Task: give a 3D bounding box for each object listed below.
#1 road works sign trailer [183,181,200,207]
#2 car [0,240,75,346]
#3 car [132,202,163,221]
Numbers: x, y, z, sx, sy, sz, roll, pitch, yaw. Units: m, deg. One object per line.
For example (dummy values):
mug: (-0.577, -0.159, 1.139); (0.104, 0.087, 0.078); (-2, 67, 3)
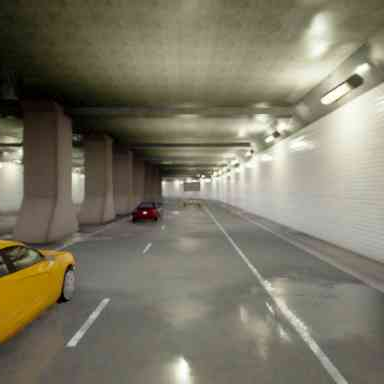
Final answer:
road works sign trailer: (-0.010, 0.292, 47.118); (2.380, 3.560, 2.880); (0, 0, 0)
car: (-3.401, 1.458, 5.107); (1.882, 1.535, 5.008); (0, 0, 0)
car: (-3.407, 1.468, 26.056); (1.994, 1.385, 4.181); (0, 0, 0)
